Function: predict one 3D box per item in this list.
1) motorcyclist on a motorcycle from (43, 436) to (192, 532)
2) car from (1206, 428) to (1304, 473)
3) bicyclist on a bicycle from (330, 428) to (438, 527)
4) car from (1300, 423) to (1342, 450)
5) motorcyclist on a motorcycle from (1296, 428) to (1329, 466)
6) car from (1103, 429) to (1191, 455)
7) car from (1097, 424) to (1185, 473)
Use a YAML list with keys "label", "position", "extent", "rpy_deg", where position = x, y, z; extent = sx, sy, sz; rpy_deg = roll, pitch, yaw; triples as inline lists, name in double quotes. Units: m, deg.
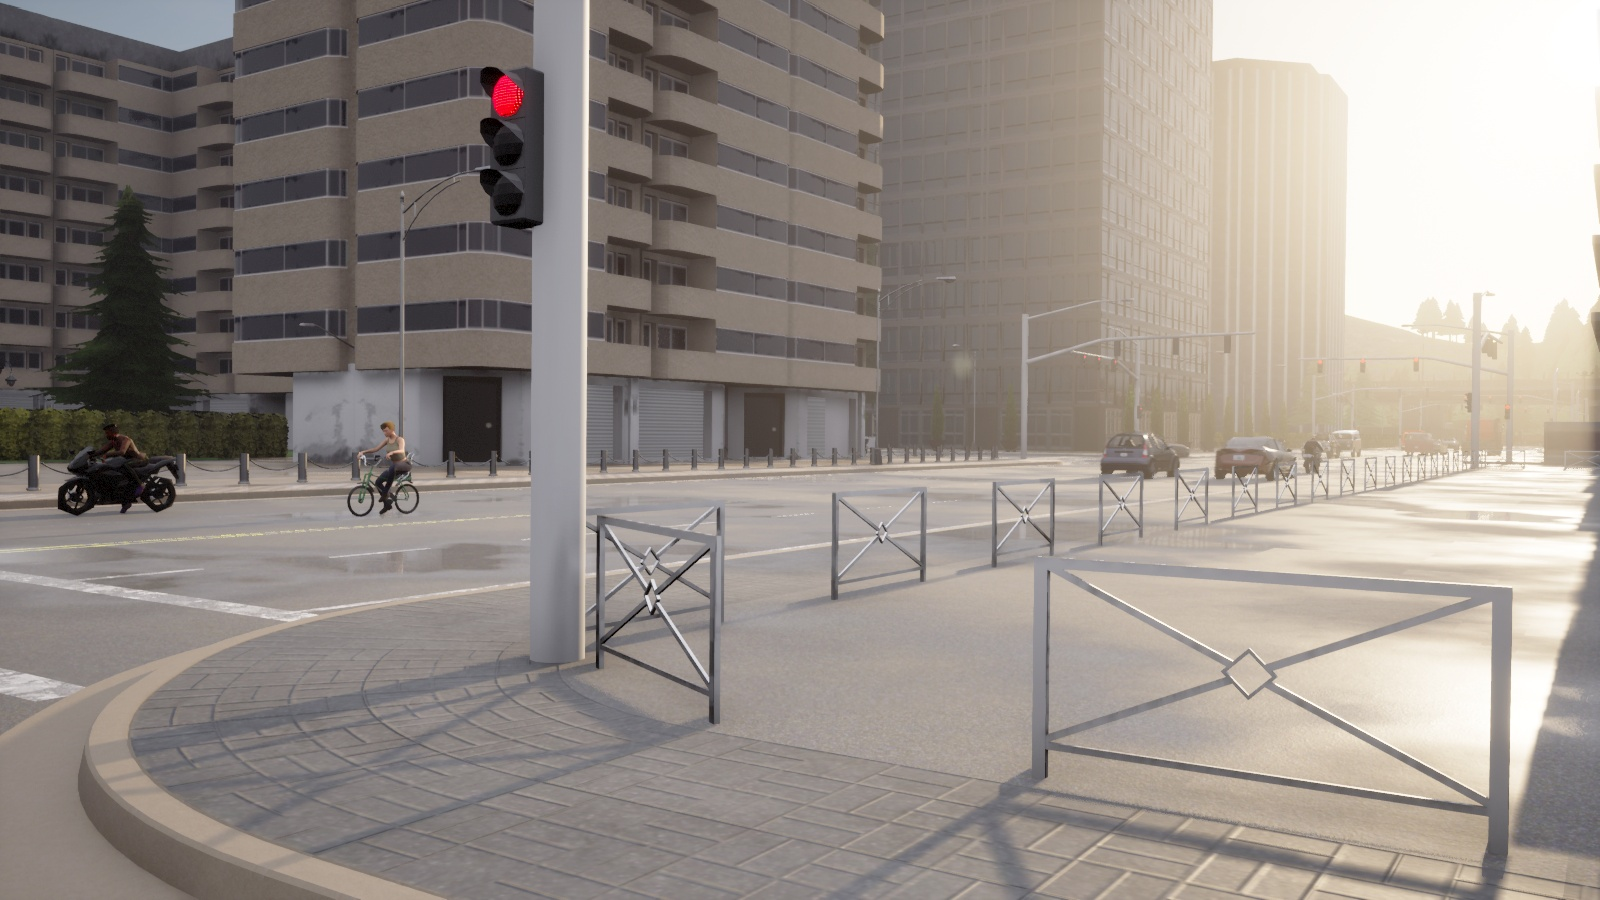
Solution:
- label: "motorcyclist on a motorcycle"
  position: [-11.443, 0.529, 21.112]
  extent: [0.797, 1.523, 2.044]
  rpy_deg: [0, 1, 33]
- label: "car"
  position: [15.940, -0.012, 43.868]
  extent: [2.163, 1.488, 4.792]
  rpy_deg: [0, 1, 33]
- label: "bicyclist on a bicycle"
  position: [-7.076, 0.440, 21.409]
  extent: [0.866, 1.612, 1.509]
  rpy_deg: [0, 1, 33]
- label: "car"
  position: [36.743, -0.994, 88.571]
  extent: [1.932, 1.855, 4.605]
  rpy_deg: [0, 1, 33]
- label: "motorcyclist on a motorcycle"
  position: [21.191, -0.134, 51.919]
  extent: [0.866, 1.530, 2.191]
  rpy_deg: [0, 1, 33]
- label: "car"
  position: [20.195, -0.473, 73.108]
  extent: [4.892, 1.490, 1.837]
  rpy_deg: [0, 1, 16]
- label: "car"
  position: [12.073, -0.085, 44.347]
  extent: [1.851, 1.617, 3.988]
  rpy_deg: [0, 1, 33]
